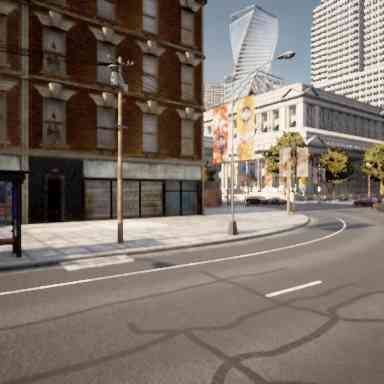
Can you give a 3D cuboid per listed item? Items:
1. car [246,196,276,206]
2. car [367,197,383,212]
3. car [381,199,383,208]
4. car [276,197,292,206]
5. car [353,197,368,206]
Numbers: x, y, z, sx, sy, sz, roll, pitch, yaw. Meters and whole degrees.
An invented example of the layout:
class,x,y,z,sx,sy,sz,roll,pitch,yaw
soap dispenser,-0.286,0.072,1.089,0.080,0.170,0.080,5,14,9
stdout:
class,x,y,z,sx,sy,sz,roll,pitch,yaw
car,10.691,1.461,53.296,1.882,1.535,5.008,0,0,-25
car,21.767,1.531,36.088,2.033,1.411,5.357,0,0,-1
car,27.744,1.574,44.460,1.895,1.301,4.718,0,0,-6
car,14.012,1.529,54.506,2.033,1.411,5.357,0,0,-24
car,26.433,1.499,50.039,2.002,1.452,4.674,0,0,-16
